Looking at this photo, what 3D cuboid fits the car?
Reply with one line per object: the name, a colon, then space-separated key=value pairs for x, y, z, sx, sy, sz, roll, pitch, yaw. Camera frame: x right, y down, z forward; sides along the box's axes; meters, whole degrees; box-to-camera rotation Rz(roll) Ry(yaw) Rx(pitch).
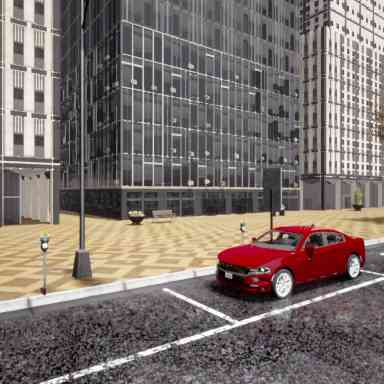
car: x=2.611 y=1.545 z=8.426 sx=4.507 sy=1.381 sz=1.887 roll=0 pitch=0 yaw=-36
